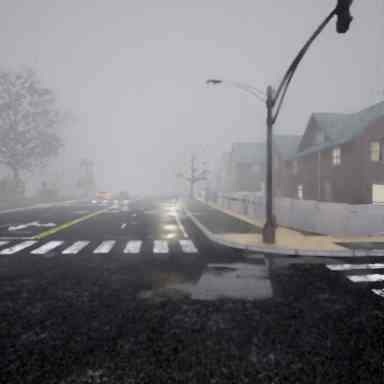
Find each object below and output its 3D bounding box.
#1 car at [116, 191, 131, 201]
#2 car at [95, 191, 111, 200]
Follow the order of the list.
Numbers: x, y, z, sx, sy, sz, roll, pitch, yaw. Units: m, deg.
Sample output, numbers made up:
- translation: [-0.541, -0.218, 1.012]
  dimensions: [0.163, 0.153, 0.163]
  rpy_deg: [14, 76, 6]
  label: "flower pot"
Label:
- translation: [-11.136, 0.612, 54.142]
  dimensions: [1.812, 1.442, 4.674]
  rpy_deg: [0, 1, -3]
  label: "car"
- translation: [-14.383, 0.536, 54.004]
  dimensions: [1.882, 1.535, 5.008]
  rpy_deg: [0, 1, -3]
  label: "car"
